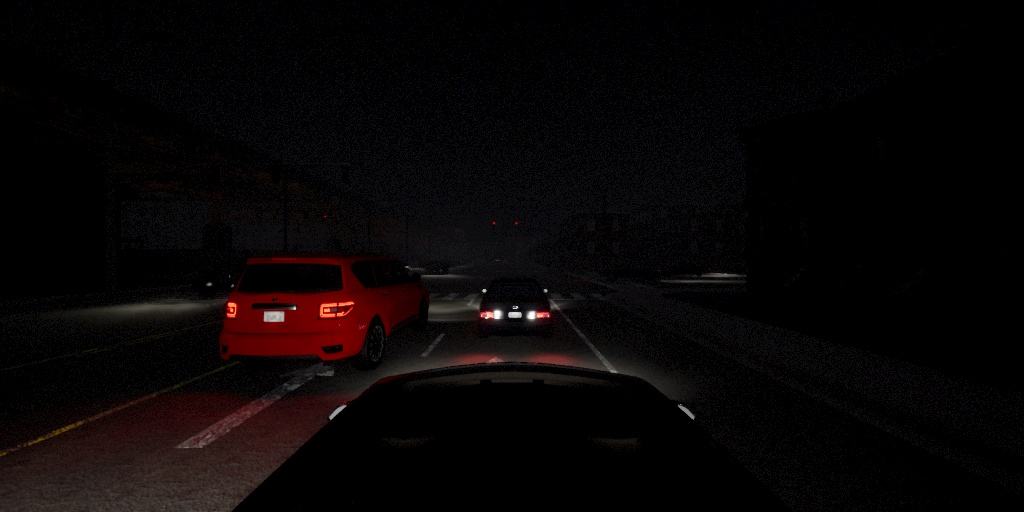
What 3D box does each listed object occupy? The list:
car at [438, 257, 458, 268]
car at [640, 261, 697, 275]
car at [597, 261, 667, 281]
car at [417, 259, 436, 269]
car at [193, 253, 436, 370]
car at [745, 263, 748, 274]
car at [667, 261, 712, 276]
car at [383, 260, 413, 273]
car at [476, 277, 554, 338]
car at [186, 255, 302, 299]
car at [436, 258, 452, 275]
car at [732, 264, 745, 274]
[{"bbox_3d":[-10.595,1.297,58.472,2.033,1.411,5.357,0,0,0],"label":"car"},{"bbox_3d":[17.097,1.297,39.380,5.357,1.411,2.033,0,0,2],"label":"car"},{"bbox_3d":[9.386,1.241,28.896,4.902,1.511,2.128,0,0,3],"label":"car"},{"bbox_3d":[-14.088,1.255,59.322,1.837,1.490,4.892,0,0,0],"label":"car"},{"bbox_3d":[-3.427,0.971,7.877,2.150,2.045,5.566,0,0,0],"label":"car"},{"bbox_3d":[26.548,1.351,35.889,4.718,1.301,1.895,0,0,0],"label":"car"},{"bbox_3d":[16.992,1.297,35.895,5.357,1.411,2.033,0,0,0],"label":"car"},{"bbox_3d":[-14.106,1.297,44.606,2.033,1.411,5.357,0,0,0],"label":"car"},{"bbox_3d":[0.081,1.297,10.130,2.033,1.411,5.357,0,0,0],"label":"car"},{"bbox_3d":[-14.103,0.971,19.462,2.150,2.045,5.566,0,0,0],"label":"car"},{"bbox_3d":[-8.371,1.255,39.473,1.837,1.490,4.892,-1,1,-24],"label":"car"},{"bbox_3d":[26.825,1.255,39.386,4.892,1.490,1.837,0,0,0],"label":"car"}]
